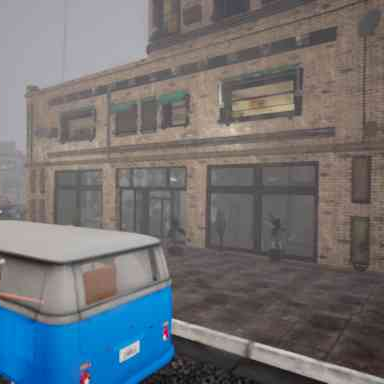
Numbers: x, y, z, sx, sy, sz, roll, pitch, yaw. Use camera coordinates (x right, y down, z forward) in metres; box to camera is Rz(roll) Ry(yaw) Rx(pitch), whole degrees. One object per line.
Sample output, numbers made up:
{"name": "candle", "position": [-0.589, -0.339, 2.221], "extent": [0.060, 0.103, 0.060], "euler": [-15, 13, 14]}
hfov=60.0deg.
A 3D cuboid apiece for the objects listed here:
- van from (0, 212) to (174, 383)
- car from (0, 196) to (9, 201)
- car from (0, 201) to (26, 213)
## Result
{"name": "van", "position": [-2.123, 1.337, 4.363], "extent": [3.998, 1.788, 1.690], "euler": [0, 1, 35]}
{"name": "car", "position": [-22.069, 1.379, 35.551], "extent": [2.192, 1.841, 5.009], "euler": [1, 0, 36]}
{"name": "car", "position": [-15.307, 1.768, 30.607], "extent": [1.947, 1.339, 4.313], "euler": [0, 0, 36]}
